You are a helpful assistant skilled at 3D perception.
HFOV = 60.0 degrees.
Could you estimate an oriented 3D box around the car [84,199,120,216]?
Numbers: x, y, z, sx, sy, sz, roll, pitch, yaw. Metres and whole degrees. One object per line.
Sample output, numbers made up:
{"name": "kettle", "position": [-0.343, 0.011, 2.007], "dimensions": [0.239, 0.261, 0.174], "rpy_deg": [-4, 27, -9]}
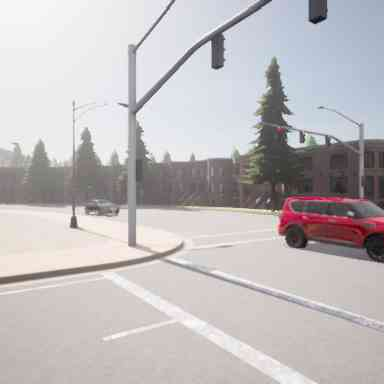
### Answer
{"name": "car", "position": [-8.797, 1.485, 32.370], "dimensions": [2.128, 1.511, 4.902], "rpy_deg": [0, 0, -41]}

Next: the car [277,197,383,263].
{"name": "car", "position": [5.803, 1.231, 12.511], "dimensions": [2.150, 2.045, 5.566], "rpy_deg": [0, 0, -34]}
